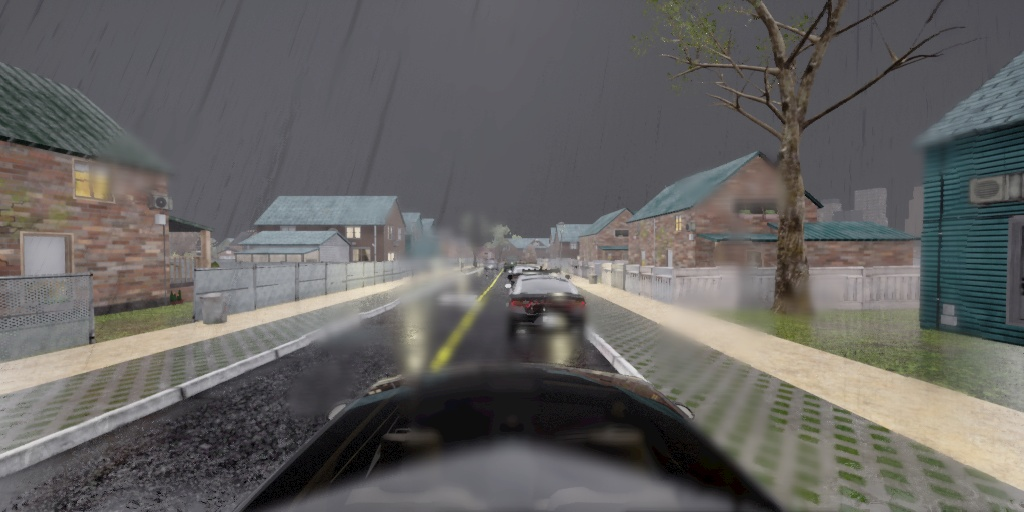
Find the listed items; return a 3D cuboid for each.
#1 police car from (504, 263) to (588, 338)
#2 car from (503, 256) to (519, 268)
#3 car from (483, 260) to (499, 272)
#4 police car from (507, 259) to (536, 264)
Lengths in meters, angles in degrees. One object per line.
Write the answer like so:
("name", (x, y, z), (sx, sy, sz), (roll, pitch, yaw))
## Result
("police car", (0.827, 1.175, 10.279), (1.930, 1.638, 5.238), (0, 0, 0))
("car", (0.033, 1.027, 46.927), (2.150, 2.045, 5.566), (0, 0, 0))
("car", (-2.737, 1.300, 48.107), (2.128, 1.511, 4.902), (0, 0, 0))
("police car", (0.830, 1.182, 20.282), (1.930, 1.638, 5.238), (0, 0, 0))
